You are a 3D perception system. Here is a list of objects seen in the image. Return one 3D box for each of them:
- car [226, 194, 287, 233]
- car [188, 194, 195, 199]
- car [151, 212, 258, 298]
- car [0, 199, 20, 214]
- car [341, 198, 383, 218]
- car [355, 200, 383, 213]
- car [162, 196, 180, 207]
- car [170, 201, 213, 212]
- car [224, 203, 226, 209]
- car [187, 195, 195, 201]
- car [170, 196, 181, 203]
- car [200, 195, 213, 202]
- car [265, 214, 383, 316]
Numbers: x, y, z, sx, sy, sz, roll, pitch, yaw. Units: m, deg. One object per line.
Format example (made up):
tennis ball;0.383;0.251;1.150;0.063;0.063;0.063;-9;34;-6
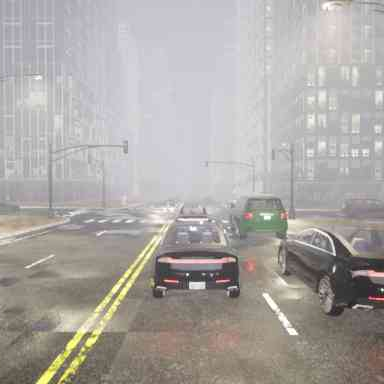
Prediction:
car;3.303;1.212;17.304;2.150;2.045;5.566;0;0;0
car;-0.247;1.333;91.270;1.895;1.301;4.718;0;0;0
car;0.077;1.487;8.472;2.128;1.511;4.902;0;0;0
car;-19.483;1.406;33.154;4.181;1.385;1.994;1;1;1
car;16.119;1.518;30.076;5.009;1.841;2.192;1;0;1
car;21.705;1.641;38.377;4.829;1.417;1.752;1;0;1
car;-3.481;1.453;51.349;2.128;1.511;4.902;0;0;0
car;0.051;1.482;17.656;2.128;1.511;4.902;0;0;0
car;6.311;1.244;35.990;5.566;2.045;2.150;1;1;1
car;-0.218;1.454;80.822;2.033;1.411;5.357;0;0;0
car;-3.442;1.490;70.586;1.994;1.385;4.181;0;0;0
car;3.165;1.504;68.193;1.994;1.385;4.181;0;0;0
car;3.327;1.488;7.462;2.128;1.511;4.902;0;0;0
